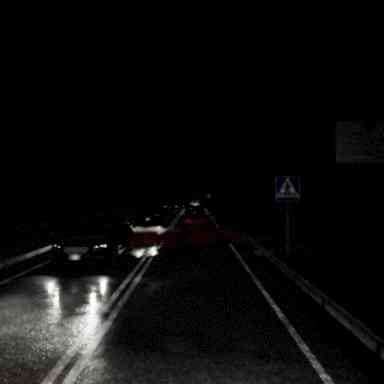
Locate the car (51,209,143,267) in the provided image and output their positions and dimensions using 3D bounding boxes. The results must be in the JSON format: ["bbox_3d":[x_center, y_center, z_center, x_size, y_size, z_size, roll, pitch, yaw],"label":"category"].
[{"bbox_3d":[-3.272,1.577,11.766,2.128,1.511,4.902,0,0,0],"label":"car"}]

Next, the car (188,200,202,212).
[{"bbox_3d":[0.439,1.890,46.390,1.812,1.442,4.674,0,-1,1],"label":"car"}]

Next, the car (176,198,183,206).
[{"bbox_3d":[-2.507,2.192,73.846,2.097,1.767,4.553,0,-1,1],"label":"car"}]

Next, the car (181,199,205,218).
[{"bbox_3d":[0.276,1.741,33.528,2.128,1.511,4.902,0,0,1],"label":"car"}]

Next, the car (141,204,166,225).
[{"bbox_3d":[-3.133,1.681,26.112,2.128,1.511,4.902,0,0,1],"label":"car"}]
